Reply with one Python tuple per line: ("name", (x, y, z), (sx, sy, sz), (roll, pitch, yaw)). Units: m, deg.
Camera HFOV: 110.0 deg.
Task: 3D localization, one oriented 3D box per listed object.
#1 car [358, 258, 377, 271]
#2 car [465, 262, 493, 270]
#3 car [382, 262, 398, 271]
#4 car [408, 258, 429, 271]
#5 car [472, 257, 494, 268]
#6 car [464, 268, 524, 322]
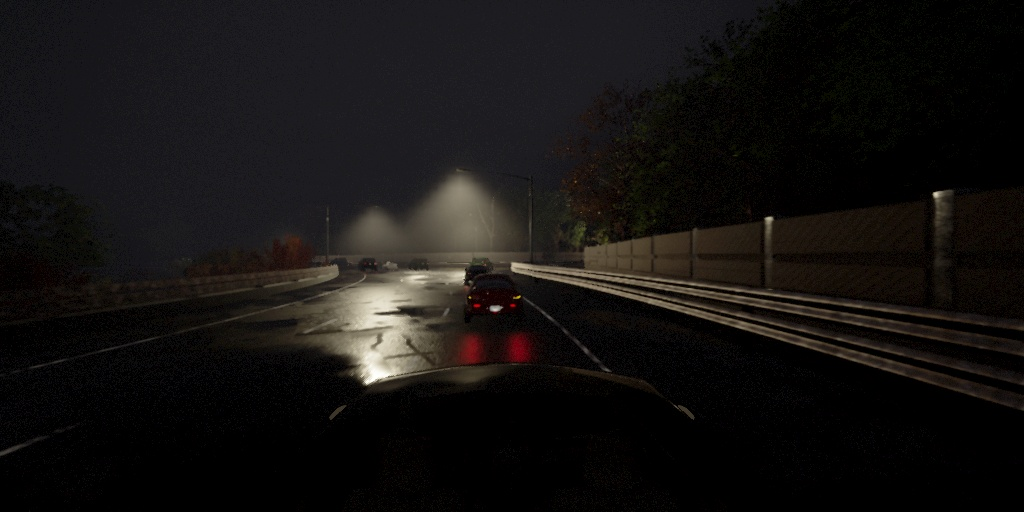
("car", (-23.053, 1.359, 57.171), (2.150, 2.045, 5.566), (0, 0, -31))
("car", (-2.797, 1.420, 28.784), (1.812, 1.442, 4.674), (0, 0, -8))
("car", (-20.128, 1.656, 59.034), (1.812, 1.442, 4.674), (0, 0, -31))
("car", (-14.910, 1.315, 57.067), (2.150, 2.045, 5.566), (0, 0, -30))
("car", (-3.593, 1.190, 43.479), (2.150, 2.045, 5.566), (-1, 0, 5))
("car", (-0.682, 1.331, 12.487), (1.812, 1.442, 4.674), (0, 0, -5))
